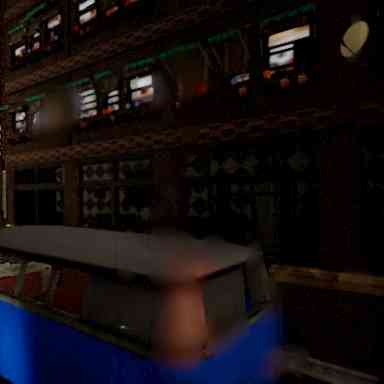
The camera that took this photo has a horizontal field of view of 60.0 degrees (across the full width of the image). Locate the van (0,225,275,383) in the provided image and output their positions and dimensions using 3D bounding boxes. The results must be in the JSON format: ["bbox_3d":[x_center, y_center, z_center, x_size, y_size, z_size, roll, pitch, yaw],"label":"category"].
[{"bbox_3d":[-1.101,1.339,3.677,3.998,1.788,1.690,0,-1,36],"label":"van"}]
